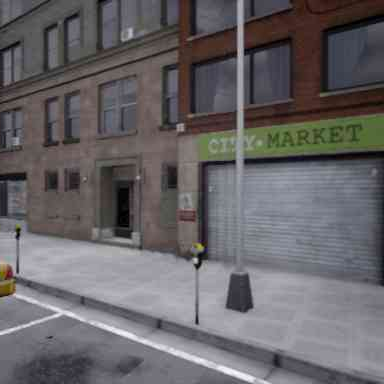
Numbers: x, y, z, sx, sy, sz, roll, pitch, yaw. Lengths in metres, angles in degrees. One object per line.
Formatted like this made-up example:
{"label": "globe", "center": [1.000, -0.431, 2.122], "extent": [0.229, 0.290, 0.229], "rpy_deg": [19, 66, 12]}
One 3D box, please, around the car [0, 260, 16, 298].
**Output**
{"label": "car", "center": [-5.610, 1.502, 7.081], "extent": [4.829, 1.417, 1.752], "rpy_deg": [0, 0, 36]}
